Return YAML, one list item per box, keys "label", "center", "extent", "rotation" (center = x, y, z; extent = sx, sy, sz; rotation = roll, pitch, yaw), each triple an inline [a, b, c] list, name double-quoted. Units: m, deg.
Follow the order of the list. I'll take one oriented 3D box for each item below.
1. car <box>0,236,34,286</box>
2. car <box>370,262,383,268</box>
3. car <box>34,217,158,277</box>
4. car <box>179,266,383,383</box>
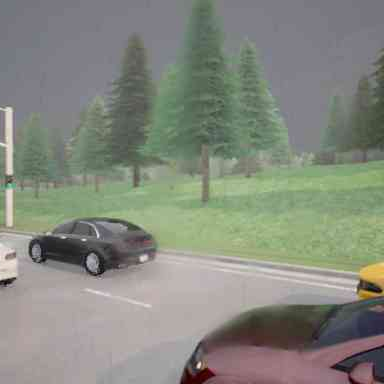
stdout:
- label: "car"
  center: [-6.095, 1.584, 8.274]
  extent: [4.674, 1.442, 1.812]
  rotation: [0, 0, 36]
- label: "car"
  center: [5.090, 1.468, 4.657]
  extent: [5.008, 1.535, 1.882]
  rotation: [0, 0, 36]
- label: "car"
  center: [-3.261, 1.559, 10.535]
  extent: [4.892, 1.490, 1.837]
  rotation: [0, 0, 36]
- label: "car"
  center: [1.930, 1.563, 2.614]
  extent: [4.181, 1.385, 1.994]
  rotation: [0, 0, 36]
